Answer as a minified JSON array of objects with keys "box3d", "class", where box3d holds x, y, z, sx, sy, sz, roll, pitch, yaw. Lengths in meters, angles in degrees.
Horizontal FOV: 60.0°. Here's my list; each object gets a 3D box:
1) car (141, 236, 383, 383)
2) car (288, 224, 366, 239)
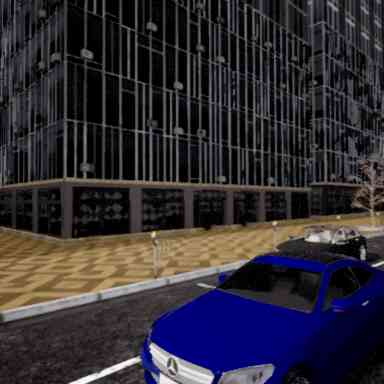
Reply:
[{"box3d":[1.482,1.643,4.791,4.674,1.442,1.812,1,-2,-43],"class":"car"},{"box3d":[4.478,1.813,11.301,4.403,1.369,2.008,1,-2,-43],"class":"car"}]
